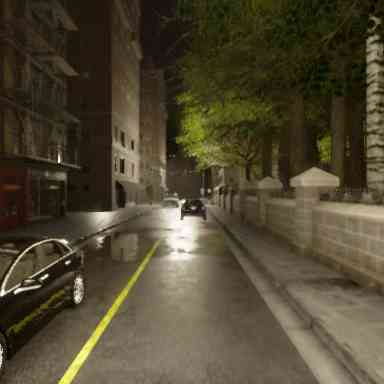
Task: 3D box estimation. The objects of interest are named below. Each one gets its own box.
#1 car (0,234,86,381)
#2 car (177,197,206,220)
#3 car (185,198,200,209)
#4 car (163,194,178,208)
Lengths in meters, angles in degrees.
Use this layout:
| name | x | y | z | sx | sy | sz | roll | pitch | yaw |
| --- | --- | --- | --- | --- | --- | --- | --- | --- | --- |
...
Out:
| name | x | y | z | sx | sy | sz | roll | pitch | yaw |
| --- | --- | --- | --- | --- | --- | --- | --- | --- | --- |
| car | -3.100 | 1.504 | 5.085 | 1.837 | 1.490 | 4.892 | 0 | 0 | 0 |
| car | 0.098 | 1.342 | 28.579 | 2.097 | 1.767 | 4.553 | 0 | 0 | 0 |
| car | 0.098 | 1.547 | 45.029 | 1.994 | 1.385 | 4.181 | 0 | 0 | 0 |
| car | -3.002 | 1.293 | 48.344 | 2.150 | 2.045 | 5.566 | 0 | 0 | 0 |
